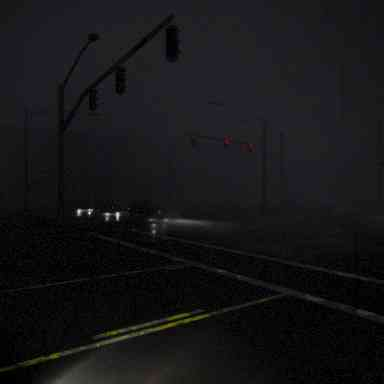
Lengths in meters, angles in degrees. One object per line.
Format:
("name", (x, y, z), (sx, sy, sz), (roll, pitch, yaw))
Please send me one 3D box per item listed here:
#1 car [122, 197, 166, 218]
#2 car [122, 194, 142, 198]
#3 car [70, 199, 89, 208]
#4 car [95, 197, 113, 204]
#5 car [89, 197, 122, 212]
("car", (-4.219, 1.492, 30.608), (2.128, 1.511, 4.902), (0, 0, -36))
("car", (-13.671, 1.524, 72.533), (1.812, 1.442, 4.674), (0, 0, 30))
("car", (-15.742, 1.601, 46.804), (1.895, 1.301, 4.718), (0, 0, -32))
("car", (-16.502, 1.601, 62.705), (1.895, 1.301, 4.718), (0, 0, 3))
("car", (-10.018, 1.564, 38.684), (1.994, 1.385, 4.181), (0, 0, -35))
